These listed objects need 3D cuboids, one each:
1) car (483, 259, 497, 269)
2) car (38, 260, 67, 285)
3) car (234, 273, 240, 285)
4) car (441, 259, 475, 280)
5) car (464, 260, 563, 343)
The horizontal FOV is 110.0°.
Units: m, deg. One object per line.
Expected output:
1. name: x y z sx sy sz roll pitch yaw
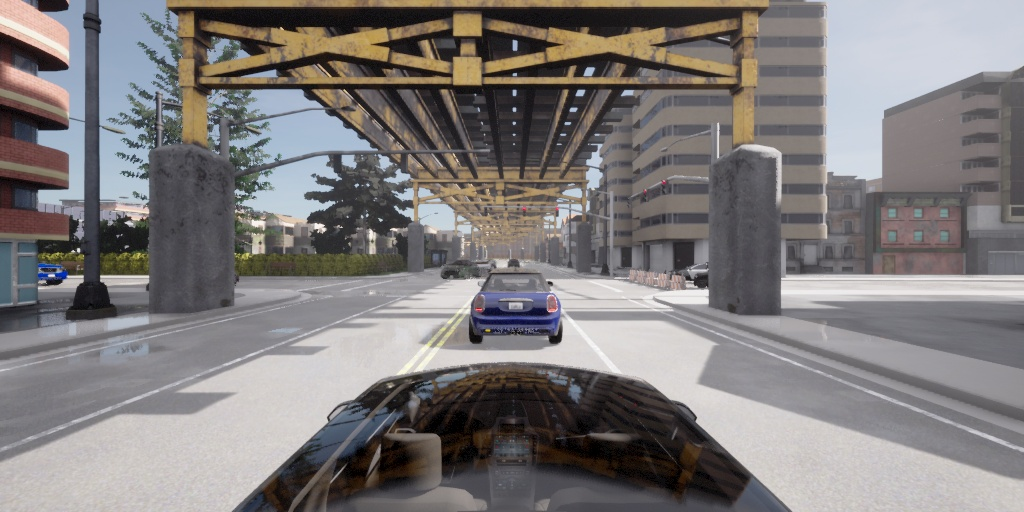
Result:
1. car: -3.402 1.199 55.400 1.812 1.442 4.674 0 0 0
2. car: -31.687 0.877 22.555 5.566 2.045 2.150 0 0 1
3. car: -19.795 1.207 22.481 4.674 1.442 1.812 0 0 0
4. car: -4.234 1.056 30.337 2.097 1.767 4.553 0 0 13
5. car: 0.100 1.093 9.833 2.097 1.767 4.553 0 0 1
